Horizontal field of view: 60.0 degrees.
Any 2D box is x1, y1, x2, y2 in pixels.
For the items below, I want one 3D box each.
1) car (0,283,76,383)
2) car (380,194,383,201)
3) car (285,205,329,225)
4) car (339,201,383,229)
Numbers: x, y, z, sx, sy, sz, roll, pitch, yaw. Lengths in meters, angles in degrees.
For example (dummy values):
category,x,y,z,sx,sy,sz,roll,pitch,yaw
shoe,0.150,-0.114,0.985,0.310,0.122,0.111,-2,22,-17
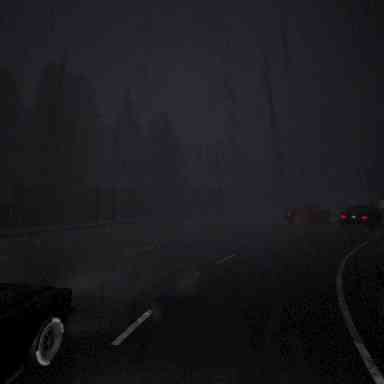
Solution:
category,x,y,z,sx,sy,sz,roll,pitch,yaw
car,-2.930,1.601,2.916,1.895,1.301,4.718,0,0,8
car,21.377,1.236,35.361,2.150,2.045,5.566,0,0,38
car,8.475,1.605,24.174,1.895,1.301,4.718,0,0,37
car,11.233,1.552,22.025,2.033,1.411,5.357,0,0,37
